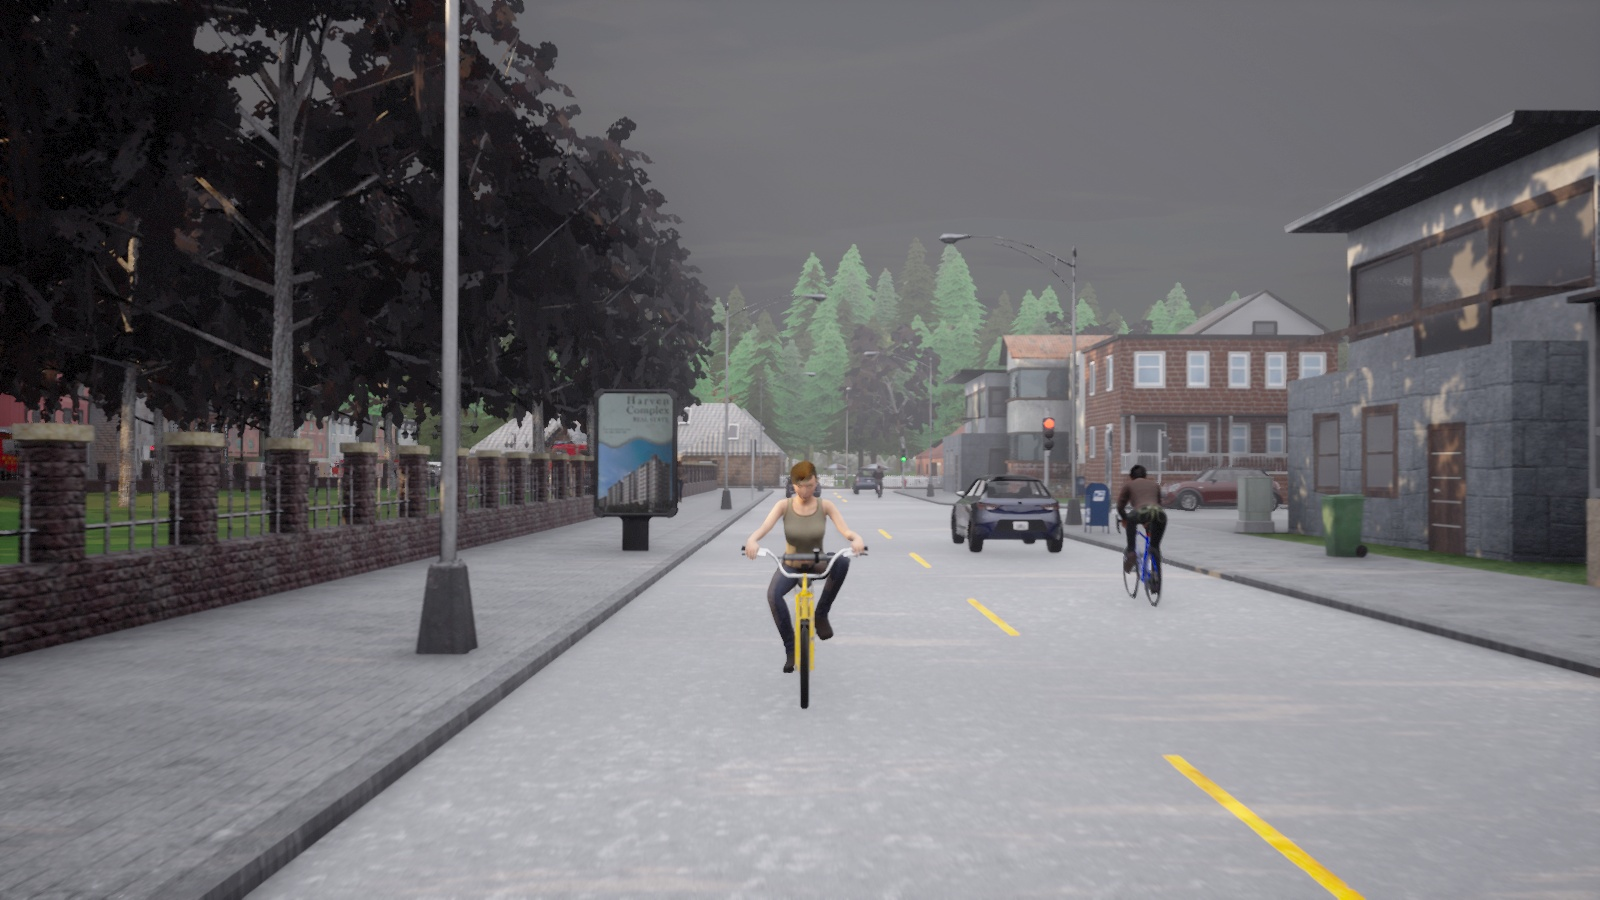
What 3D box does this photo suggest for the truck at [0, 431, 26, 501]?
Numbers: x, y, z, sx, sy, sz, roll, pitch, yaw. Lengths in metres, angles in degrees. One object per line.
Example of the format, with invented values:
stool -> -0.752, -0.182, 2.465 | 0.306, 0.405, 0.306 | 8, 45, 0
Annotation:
truck -> -45.091, 0.850, 66.572 | 2.891, 3.827, 8.468 | 0, -1, 0

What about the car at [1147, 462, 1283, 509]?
car -> 15.958, 1.346, 48.446 | 4.553, 1.767, 2.097 | 0, -1, 0

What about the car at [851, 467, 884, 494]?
car -> 4.250, 1.910, 79.593 | 1.851, 1.617, 3.988 | 0, -1, 0

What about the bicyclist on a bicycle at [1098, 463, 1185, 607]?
bicyclist on a bicycle -> 4.057, 0.978, 15.045 | 0.582, 1.620, 1.656 | 0, -1, 0

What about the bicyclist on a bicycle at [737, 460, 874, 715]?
bicyclist on a bicycle -> 0.037, 0.883, 8.765 | 0.866, 1.612, 1.509 | 0, 0, 0

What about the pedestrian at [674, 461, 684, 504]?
pedestrian -> -5.125, 1.357, 53.265 | 0.328, 1.805, 0.869 | 0, -1, 0

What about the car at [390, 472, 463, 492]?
car -> -27.880, 2.366, 93.835 | 4.892, 1.490, 1.837 | 0, -1, -1

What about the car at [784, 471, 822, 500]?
car -> 0.141, 1.841, 66.431 | 1.816, 1.474, 4.193 | 0, -1, -2

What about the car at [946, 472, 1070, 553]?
car -> 4.085, 1.195, 25.253 | 1.816, 1.474, 4.193 | 0, -1, 0
